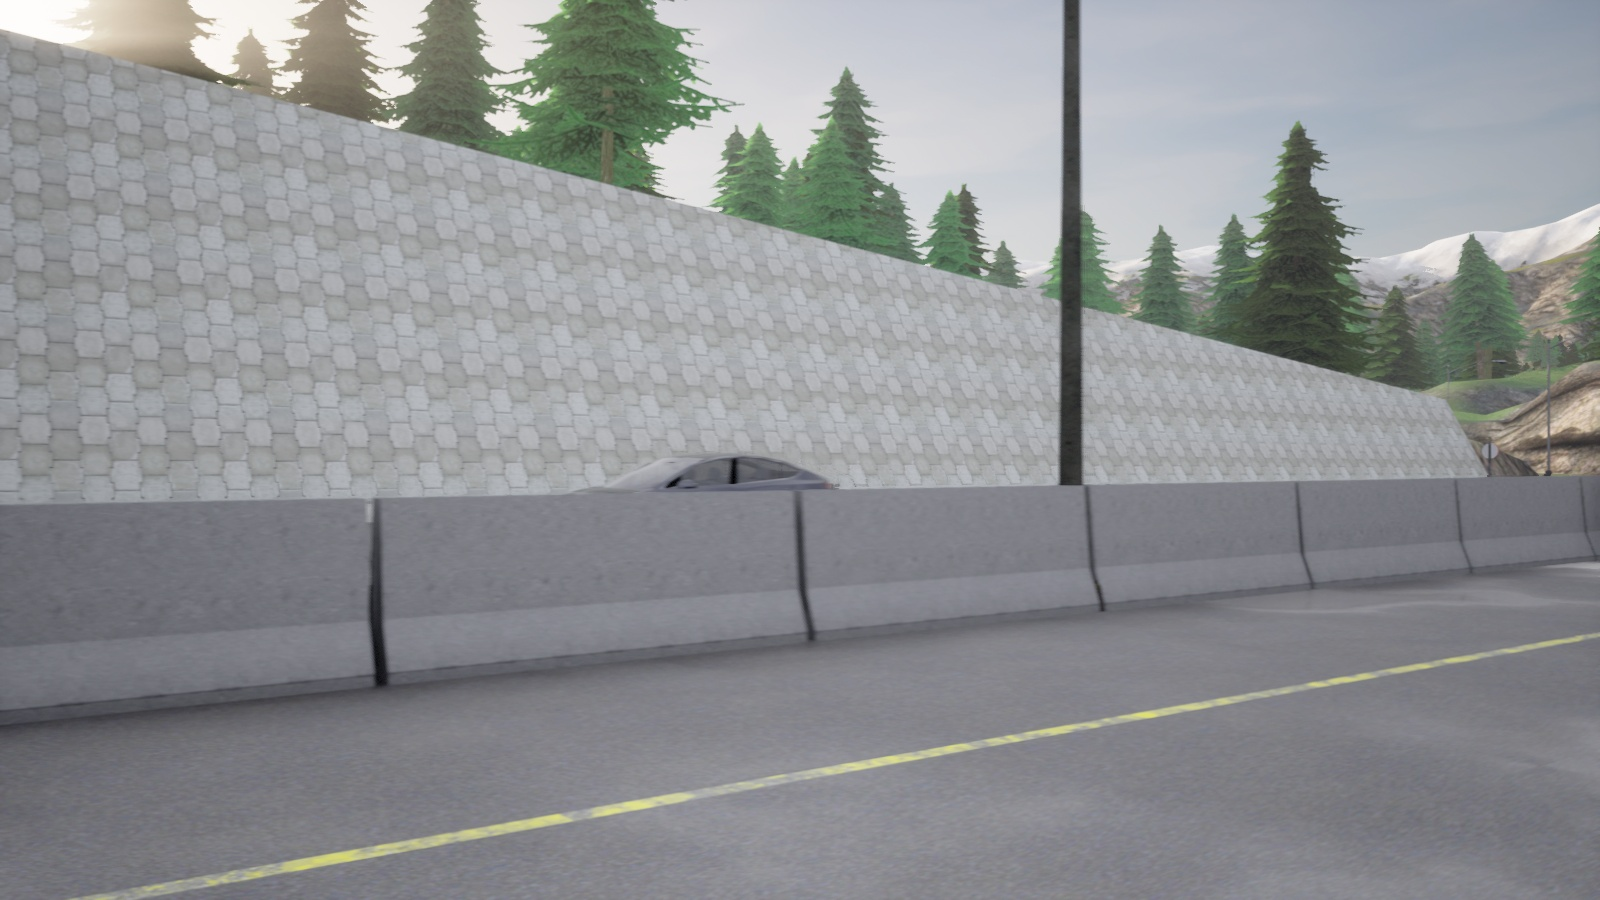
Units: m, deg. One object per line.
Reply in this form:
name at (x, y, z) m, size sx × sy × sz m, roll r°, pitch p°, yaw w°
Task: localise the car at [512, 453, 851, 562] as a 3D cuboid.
car at (-1.773, 0.796, 19.482) m, size 4.792 × 1.488 × 2.163 m, roll 0°, pitch 0°, yaw -35°
